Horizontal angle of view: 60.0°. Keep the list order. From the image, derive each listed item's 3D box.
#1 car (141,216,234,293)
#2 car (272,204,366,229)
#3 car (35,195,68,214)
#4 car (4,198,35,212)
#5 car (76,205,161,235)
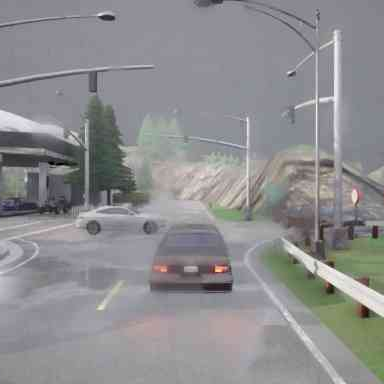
[{"bbox_3d":[0.032,1.547,8.978,2.033,1.411,5.357,0,0,1],"label":"car"},{"bbox_3d":[6.460,1.359,17.617,2.033,1.411,5.357,0,0,-21],"label":"car"},{"bbox_3d":[-14.600,1.313,35.292,1.905,1.878,3.866,0,0,-1],"label":"car"},{"bbox_3d":[-20.315,1.480,39.558,2.242,1.667,4.611,0,0,-1],"label":"car"},{"bbox_3d":[-3.647,1.415,17.461,4.674,1.442,1.812,0,0,-1],"label":"car"}]
